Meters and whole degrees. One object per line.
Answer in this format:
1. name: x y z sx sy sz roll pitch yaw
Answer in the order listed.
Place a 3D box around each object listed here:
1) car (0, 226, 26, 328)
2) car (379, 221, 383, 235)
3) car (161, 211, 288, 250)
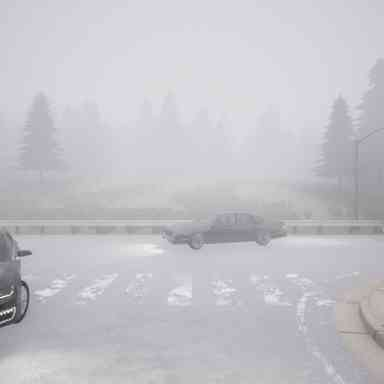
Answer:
1. car: -4.457 1.504 6.659 1.837 1.490 4.892 0 0 -28
2. car: 11.237 1.491 15.179 4.902 1.511 2.128 0 0 0
3. car: 1.458 1.547 14.300 5.357 1.411 2.033 0 0 -20
